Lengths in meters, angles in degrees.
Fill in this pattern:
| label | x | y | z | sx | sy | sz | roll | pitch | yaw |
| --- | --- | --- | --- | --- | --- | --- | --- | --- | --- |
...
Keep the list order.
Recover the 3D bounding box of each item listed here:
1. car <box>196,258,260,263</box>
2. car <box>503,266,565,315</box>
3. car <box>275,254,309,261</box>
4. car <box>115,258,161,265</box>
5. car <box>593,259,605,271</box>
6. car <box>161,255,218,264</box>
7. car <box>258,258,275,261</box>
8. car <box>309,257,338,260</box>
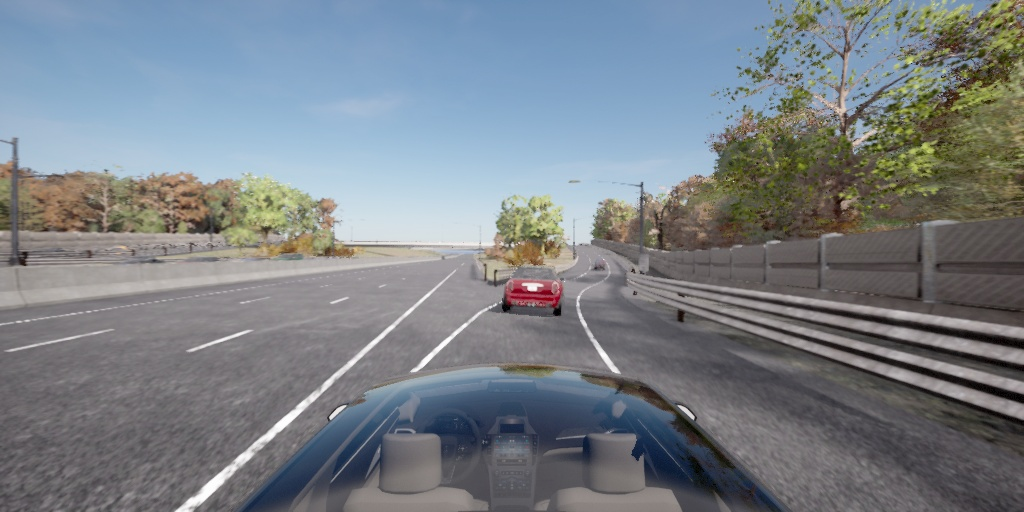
| label | x | y | z | sx | sy | sz | roll | pitch | yaw |
| --- | --- | --- | --- | --- | --- | --- | --- | --- | --- |
| car | -25.197 | 1.105 | 32.054 | 1.895 | 1.301 | 4.718 | 1 | 0 | -6 |
| car | 1.007 | 1.197 | 14.365 | 2.097 | 1.767 | 4.553 | 2 | -2 | 8 |
| car | -30.539 | 0.682 | 49.037 | 2.150 | 2.045 | 5.566 | 1 | 0 | -6 |
| car | -32.118 | 0.941 | 30.985 | 1.837 | 1.490 | 4.892 | 1 | 0 | -6 |
| car | 15.393 | 1.736 | 63.215 | 1.837 | 1.490 | 4.892 | 1 | 2 | 14 |
| car | -28.798 | 0.821 | 32.871 | 2.097 | 1.767 | 4.553 | 1 | 0 | -6 |
| car | -33.800 | 0.977 | 46.618 | 2.033 | 1.411 | 5.357 | 1 | 0 | -6 |
| car | -27.235 | 1.044 | 51.074 | 2.033 | 1.411 | 5.357 | 1 | 0 | -6 |
